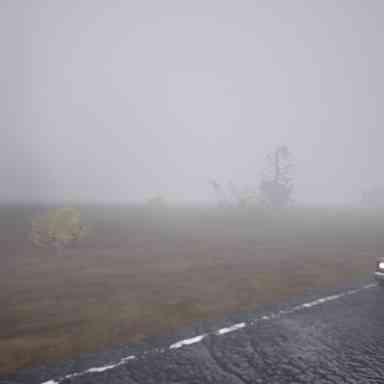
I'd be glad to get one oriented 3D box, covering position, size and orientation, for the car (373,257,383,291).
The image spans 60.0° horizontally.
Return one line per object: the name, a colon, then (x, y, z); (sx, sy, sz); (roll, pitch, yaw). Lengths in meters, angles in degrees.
car: (6.282, 1.698, 7.858); (4.718, 1.301, 1.895); (1, 0, -36)
